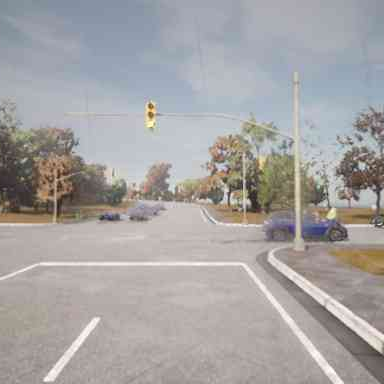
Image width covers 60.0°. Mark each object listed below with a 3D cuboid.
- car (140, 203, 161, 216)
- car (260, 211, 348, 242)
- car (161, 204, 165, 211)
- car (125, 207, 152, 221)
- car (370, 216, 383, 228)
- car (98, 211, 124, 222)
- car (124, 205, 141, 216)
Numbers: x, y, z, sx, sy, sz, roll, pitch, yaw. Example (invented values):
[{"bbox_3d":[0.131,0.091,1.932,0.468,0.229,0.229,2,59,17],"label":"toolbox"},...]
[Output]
[{"bbox_3d":[-7.031,3.142,56.628,2.097,1.767,4.553,0,0,0],"label":"car"},{"bbox_3d":[6.269,1.841,18.767,4.553,1.767,2.097,0,-3,-1],"label":"car"},{"bbox_3d":[-6.938,3.250,71.754,1.882,1.535,5.008,0,0,0],"label":"car"},{"bbox_3d":[-7.055,3.098,44.466,2.033,1.411,5.357,0,-2,0],"label":"car"},{"bbox_3d":[18.519,2.472,29.665,4.892,1.490,1.837,0,-2,-3],"label":"car"},{"bbox_3d":[-10.558,3.102,42.839,1.895,1.301,4.718,0,-2,0],"label":"car"},{"bbox_3d":[-10.529,3.321,57.123,1.812,1.442,4.674,0,0,0],"label":"car"}]
